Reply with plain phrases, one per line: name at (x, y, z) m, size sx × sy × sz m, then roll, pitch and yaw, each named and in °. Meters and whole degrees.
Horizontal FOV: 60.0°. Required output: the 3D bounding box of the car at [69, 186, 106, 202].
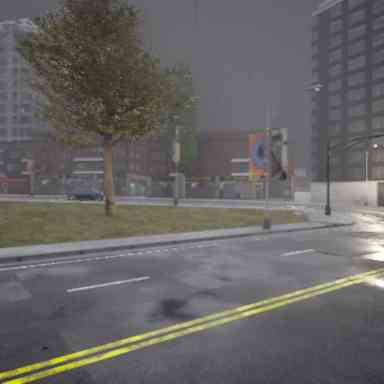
car at (-11.188, 0.230, 36.866) m, size 4.553 × 1.767 × 2.097 m, roll 1°, pitch 0°, yaw 11°
